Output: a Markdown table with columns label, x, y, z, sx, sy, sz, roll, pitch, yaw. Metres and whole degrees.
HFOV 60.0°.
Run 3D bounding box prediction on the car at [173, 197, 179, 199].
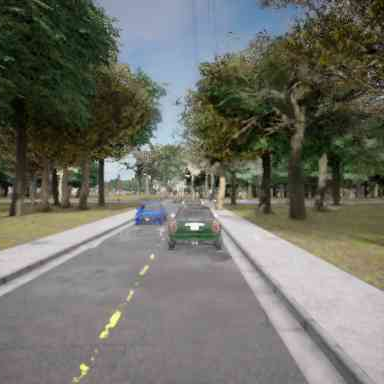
| label | x | y | z | sx | sy | sz | roll | pitch | yaw |
| --- | --- | --- | --- | --- | --- | --- | --- | --- | --- |
| car | -2.753 | 1.624 | 64.968 | 1.994 | 1.385 | 4.181 | 0 | 0 | 0 |

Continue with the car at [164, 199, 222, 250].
| label | x | y | z | sx | sy | sz | roll | pitch | yaw |
| --- | --- | --- | --- | --- | --- | --- | --- | --- | --- |
| car | 0.103 | 1.357 | 14.554 | 2.097 | 1.767 | 4.553 | 0 | 0 | 0 |

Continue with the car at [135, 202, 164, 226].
| label | x | y | z | sx | sy | sz | roll | pitch | yaw |
| --- | --- | --- | --- | --- | --- | --- | --- | --- | --- |
| car | -2.844 | 1.487 | 23.735 | 1.882 | 1.535 | 5.008 | 0 | 0 | 0 |

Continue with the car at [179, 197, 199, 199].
| label | x | y | z | sx | sy | sz | roll | pitch | yaw |
| --- | --- | --- | --- | --- | --- | --- | --- | --- | --- |
| car | 0.105 | 1.366 | 32.566 | 2.097 | 1.767 | 4.553 | 0 | 0 | 0 |
